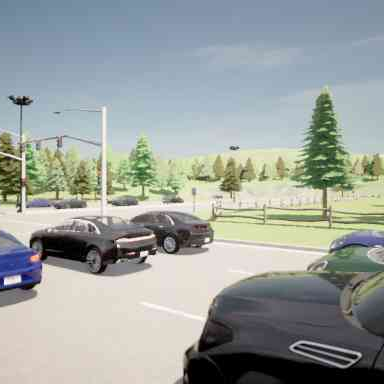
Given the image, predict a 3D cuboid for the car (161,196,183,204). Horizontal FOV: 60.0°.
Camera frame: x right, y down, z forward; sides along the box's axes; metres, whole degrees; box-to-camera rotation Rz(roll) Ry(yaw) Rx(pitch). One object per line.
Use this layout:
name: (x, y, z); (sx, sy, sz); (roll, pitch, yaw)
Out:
car: (-3.660, 1.522, 61.386); (2.128, 1.511, 4.902); (0, 0, 35)

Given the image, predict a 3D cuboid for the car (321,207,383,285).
car: (5.889, 1.352, 8.390); (4.553, 1.767, 2.097); (0, 0, 35)

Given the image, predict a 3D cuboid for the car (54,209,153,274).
car: (-3.291, 1.499, 10.617); (4.902, 1.511, 2.128); (0, 0, 36)

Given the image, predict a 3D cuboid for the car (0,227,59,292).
car: (-5.333, 1.533, 7.777); (4.674, 1.442, 1.812); (0, 0, 36)

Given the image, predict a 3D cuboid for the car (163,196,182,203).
car: (-4.232, 1.585, 72.677); (1.994, 1.385, 4.181); (0, 0, 35)

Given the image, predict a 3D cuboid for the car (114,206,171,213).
car: (-1.416, 1.512, 13.579); (4.892, 1.490, 1.837); (0, 0, 36)

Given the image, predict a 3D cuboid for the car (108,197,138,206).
car: (-10.345, 1.595, 51.803); (1.994, 1.385, 4.181); (0, 0, 35)

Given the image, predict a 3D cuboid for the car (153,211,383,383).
car: (2.571, 1.221, 2.158); (5.566, 2.045, 2.150); (0, 0, 36)

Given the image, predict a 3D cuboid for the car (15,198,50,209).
car: (-22.061, 1.583, 47.215); (2.033, 1.411, 5.357); (0, 0, 35)

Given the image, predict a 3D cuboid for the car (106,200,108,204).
car: (-13.146, 1.584, 60.018); (2.033, 1.411, 5.357); (0, 0, 35)

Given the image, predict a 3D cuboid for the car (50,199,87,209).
car: (-15.925, 1.594, 43.777); (1.994, 1.385, 4.181); (0, 0, 35)

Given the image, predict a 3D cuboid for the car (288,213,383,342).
car: (4.141, 1.352, 5.337); (4.553, 1.767, 2.097); (0, 0, 36)
